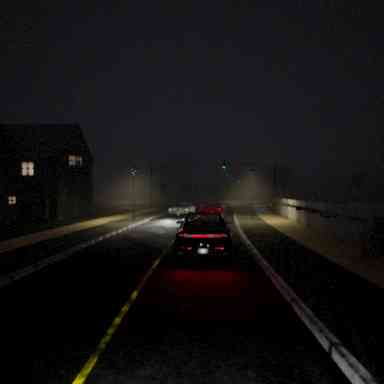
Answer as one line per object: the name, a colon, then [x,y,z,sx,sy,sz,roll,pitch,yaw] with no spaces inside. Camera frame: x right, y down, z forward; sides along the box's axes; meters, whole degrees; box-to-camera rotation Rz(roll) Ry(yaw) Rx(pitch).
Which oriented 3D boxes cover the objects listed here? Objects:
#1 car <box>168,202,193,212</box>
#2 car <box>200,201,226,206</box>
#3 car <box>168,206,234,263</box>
car: [-0.879,1.573,30.147,1.895,1.301,4.718,0,0,7]
car: [1.665,1.466,27.013,1.882,1.535,5.008,0,0,7]
car: [0.449,1.477,11.951,2.128,1.511,4.902,0,0,3]
